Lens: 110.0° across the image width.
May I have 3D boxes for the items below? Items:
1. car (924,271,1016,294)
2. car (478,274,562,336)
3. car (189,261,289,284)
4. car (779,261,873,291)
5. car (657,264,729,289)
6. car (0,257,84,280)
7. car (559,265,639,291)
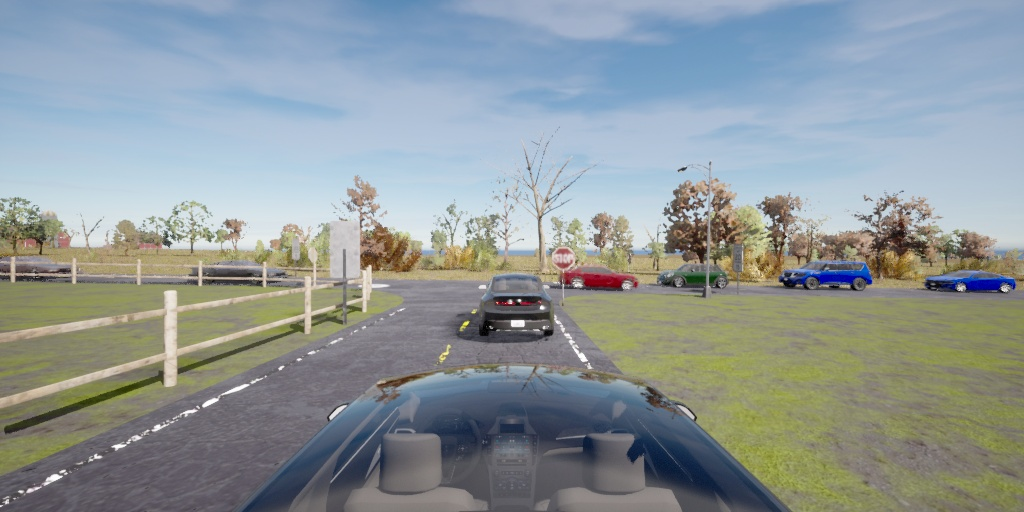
[{"bbox_3d":[32.744,1.808,25.732,5.008,1.535,1.882,1,1,0],"label":"car"},{"bbox_3d":[0.079,1.252,10.377,1.837,1.490,4.892,0,0,-1],"label":"car"},{"bbox_3d":[-17.418,1.007,22.999,5.357,1.411,2.033,1,1,0],"label":"car"},{"bbox_3d":[22.478,1.372,25.785,5.566,2.045,2.150,1,1,0],"label":"car"},{"bbox_3d":[12.903,1.331,25.779,4.553,1.767,2.097,1,1,-1],"label":"car"},{"bbox_3d":[-31.086,0.747,23.048,5.357,1.411,2.033,1,1,0],"label":"car"},{"bbox_3d":[5.492,1.347,22.924,5.008,1.535,1.882,2,0,0],"label":"car"}]
